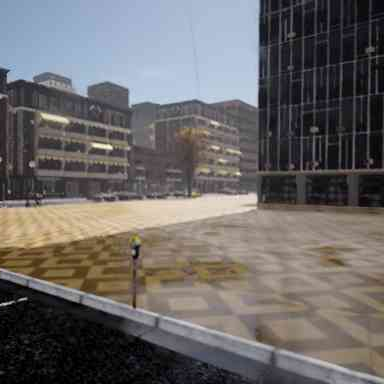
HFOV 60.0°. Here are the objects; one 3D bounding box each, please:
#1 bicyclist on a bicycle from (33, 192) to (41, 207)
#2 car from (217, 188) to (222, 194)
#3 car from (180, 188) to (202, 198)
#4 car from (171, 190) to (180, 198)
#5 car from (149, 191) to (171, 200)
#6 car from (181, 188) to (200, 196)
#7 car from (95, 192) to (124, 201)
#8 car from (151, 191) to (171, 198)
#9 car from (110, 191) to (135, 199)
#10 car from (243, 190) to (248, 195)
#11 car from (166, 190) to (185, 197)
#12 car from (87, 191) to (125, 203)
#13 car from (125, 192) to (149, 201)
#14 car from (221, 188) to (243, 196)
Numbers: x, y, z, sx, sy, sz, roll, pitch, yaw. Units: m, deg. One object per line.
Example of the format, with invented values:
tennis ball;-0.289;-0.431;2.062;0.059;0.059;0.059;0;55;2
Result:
bicyclist on a bicycle;-17.059;0.848;36.609;1.656;1.620;0.582;1;1;35
car;9.155;-0.257;94.334;2.192;1.841;5.009;2;2;35
car;0.286;0.489;66.819;1.752;1.417;4.829;2;2;35
car;-1.752;0.479;68.621;2.033;1.411;5.357;1;1;35
car;-6.152;0.691;57.522;2.008;1.369;4.403;2;2;35
car;-0.355;0.001;80.599;2.192;1.841;5.009;2;2;35
car;-13.891;0.749;56.493;1.895;1.301;4.718;1;1;35
car;-6.700;0.424;71.450;1.947;1.339;4.313;2;2;35
car;-13.041;0.583;62.292;2.008;1.369;4.403;2;2;35
car;12.871;0.173;84.992;2.008;1.369;4.403;2;2;35
car;-3.626;0.300;75.887;1.752;1.417;4.829;2;2;35
car;-12.493;0.866;48.365;2.008;1.369;4.403;2;2;35
car;-10.266;0.706;56.319;2.033;1.411;5.357;1;1;35
car;9.701;0.258;80.415;2.008;1.369;4.403;2;2;35
